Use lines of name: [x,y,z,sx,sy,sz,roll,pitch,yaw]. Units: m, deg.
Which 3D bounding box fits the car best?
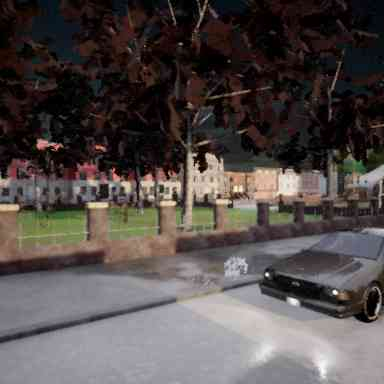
car: [3.926,1.525,7.377,5.357,1.411,2.033,0,0,-36]
